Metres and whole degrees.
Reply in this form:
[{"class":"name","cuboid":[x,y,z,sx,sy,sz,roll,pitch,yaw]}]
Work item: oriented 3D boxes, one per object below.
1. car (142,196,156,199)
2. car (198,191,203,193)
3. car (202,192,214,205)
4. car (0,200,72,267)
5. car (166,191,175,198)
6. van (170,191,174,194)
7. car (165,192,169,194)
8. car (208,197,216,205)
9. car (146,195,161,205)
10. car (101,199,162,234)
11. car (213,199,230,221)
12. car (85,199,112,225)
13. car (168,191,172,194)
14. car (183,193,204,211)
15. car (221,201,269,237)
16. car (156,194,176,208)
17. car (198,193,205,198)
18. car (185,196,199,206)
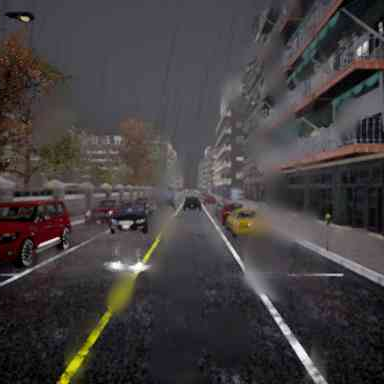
[{"class":"car","cuboid":[-5.699,1.296,38.866,1.802,1.307,4.206,0,0,0]},{"class":"car","cuboid":[2.678,1.089,66.544,1.947,1.339,4.313,0,0,0]},{"class":"car","cuboid":[2.680,1.181,49.938,1.887,1.381,4.507,0,0,0]},{"class":"car","cuboid":[-5.696,1.230,11.189,2.192,1.841,5.009,0,0,0]},{"class":"car","cuboid":[-5.707,0.690,88.680,2.192,1.841,5.009,0,0,0]},{"class":"van","cuboid":[-5.706,0.753,83.145,1.690,1.788,3.998,0,0,0]},{"class":"car","cuboid":[-5.702,1.087,60.836,1.752,1.417,4.829,0,0,0]},{"class":"car","cuboid":[2.683,1.345,27.798,2.008,1.369,4.403,0,0,0]},{"class":"car","cuboid":[-5.700,1.218,49.937,1.802,1.307,4.206,0,0,0]},{"class":"car","cuboid":[-3.101,1.355,18.101,2.128,1.511,4.902,0,0,0]},{"class":"car","cuboid":[2.684,1.379,22.263,1.887,1.381,4.507,0,0,0]},{"class":"car","cuboid":[-5.697,1.274,22.260,1.967,1.590,4.097,0,0,0]},{"class":"car","cuboid":[-5.702,1.074,66.542,2.008,1.369,4.403,0,0,0]},{"class":"car","cuboid":[0.042,1.212,36.020,1.882,1.535,5.008,0,0,0]},{"class":"car","cuboid":[2.685,1.398,16.898,1.752,1.417,4.829,0,0,0]},{"class":"car","cuboid":[-3.015,1.269,40.311,1.994,1.385,4.181,0,0,0]},{"class":"car","cuboid":[2.674,0.905,94.219,1.947,1.339,4.313,0,0,0]},{"class":"car","cuboid":[0.010,1.255,47.498,1.895,1.301,4.718,0,0,1]}]
